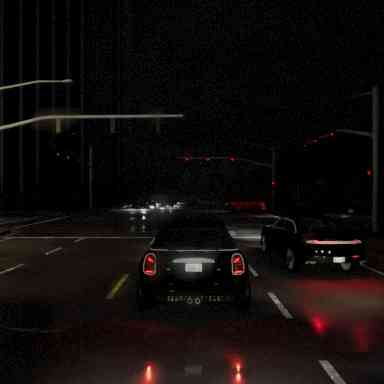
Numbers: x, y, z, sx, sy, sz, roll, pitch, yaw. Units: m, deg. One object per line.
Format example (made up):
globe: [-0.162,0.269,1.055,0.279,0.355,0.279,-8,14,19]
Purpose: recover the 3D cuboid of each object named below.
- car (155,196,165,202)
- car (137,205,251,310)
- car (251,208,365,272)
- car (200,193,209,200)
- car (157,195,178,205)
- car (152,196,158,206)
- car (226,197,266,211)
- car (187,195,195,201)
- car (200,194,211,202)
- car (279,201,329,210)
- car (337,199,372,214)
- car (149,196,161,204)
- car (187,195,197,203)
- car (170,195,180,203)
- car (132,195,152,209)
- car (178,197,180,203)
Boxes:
car: [-7.131,1.594,74.238,1.895,1.301,4.718,0,0,0]
car: [0.043,1.352,7.992,2.097,1.767,4.553,0,0,0]
car: [3.600,1.492,10.801,2.128,1.511,4.902,0,0,-3]
car: [3.346,1.216,87.514,2.097,1.767,4.553,0,0,0]
car: [-3.678,1.547,50.817,2.033,1.411,5.357,0,0,0]
car: [-7.184,1.352,55.399,2.097,1.767,4.553,0,0,0]
car: [5.957,1.379,37.321,4.553,1.767,2.097,0,0,31]
car: [-0.156,1.540,88.255,2.033,1.411,5.357,0,0,0]
car: [3.364,1.519,77.434,1.812,1.442,4.674,0,0,0]
car: [10.393,1.575,31.146,4.674,1.442,1.812,0,0,0]
car: [17.724,1.533,34.680,5.008,1.535,1.882,0,0,0]
car: [-7.164,1.526,64.195,1.812,1.442,4.674,0,0,0]
car: [-0.019,1.477,67.635,1.882,1.535,5.008,0,0,0]
car: [-3.624,1.500,70.530,1.837,1.490,4.892,0,0,0]
car: [-7.175,1.526,46.496,1.812,1.442,4.674,0,0,0]
car: [-3.678,1.491,60.320,2.128,1.511,4.902,0,0,0]
